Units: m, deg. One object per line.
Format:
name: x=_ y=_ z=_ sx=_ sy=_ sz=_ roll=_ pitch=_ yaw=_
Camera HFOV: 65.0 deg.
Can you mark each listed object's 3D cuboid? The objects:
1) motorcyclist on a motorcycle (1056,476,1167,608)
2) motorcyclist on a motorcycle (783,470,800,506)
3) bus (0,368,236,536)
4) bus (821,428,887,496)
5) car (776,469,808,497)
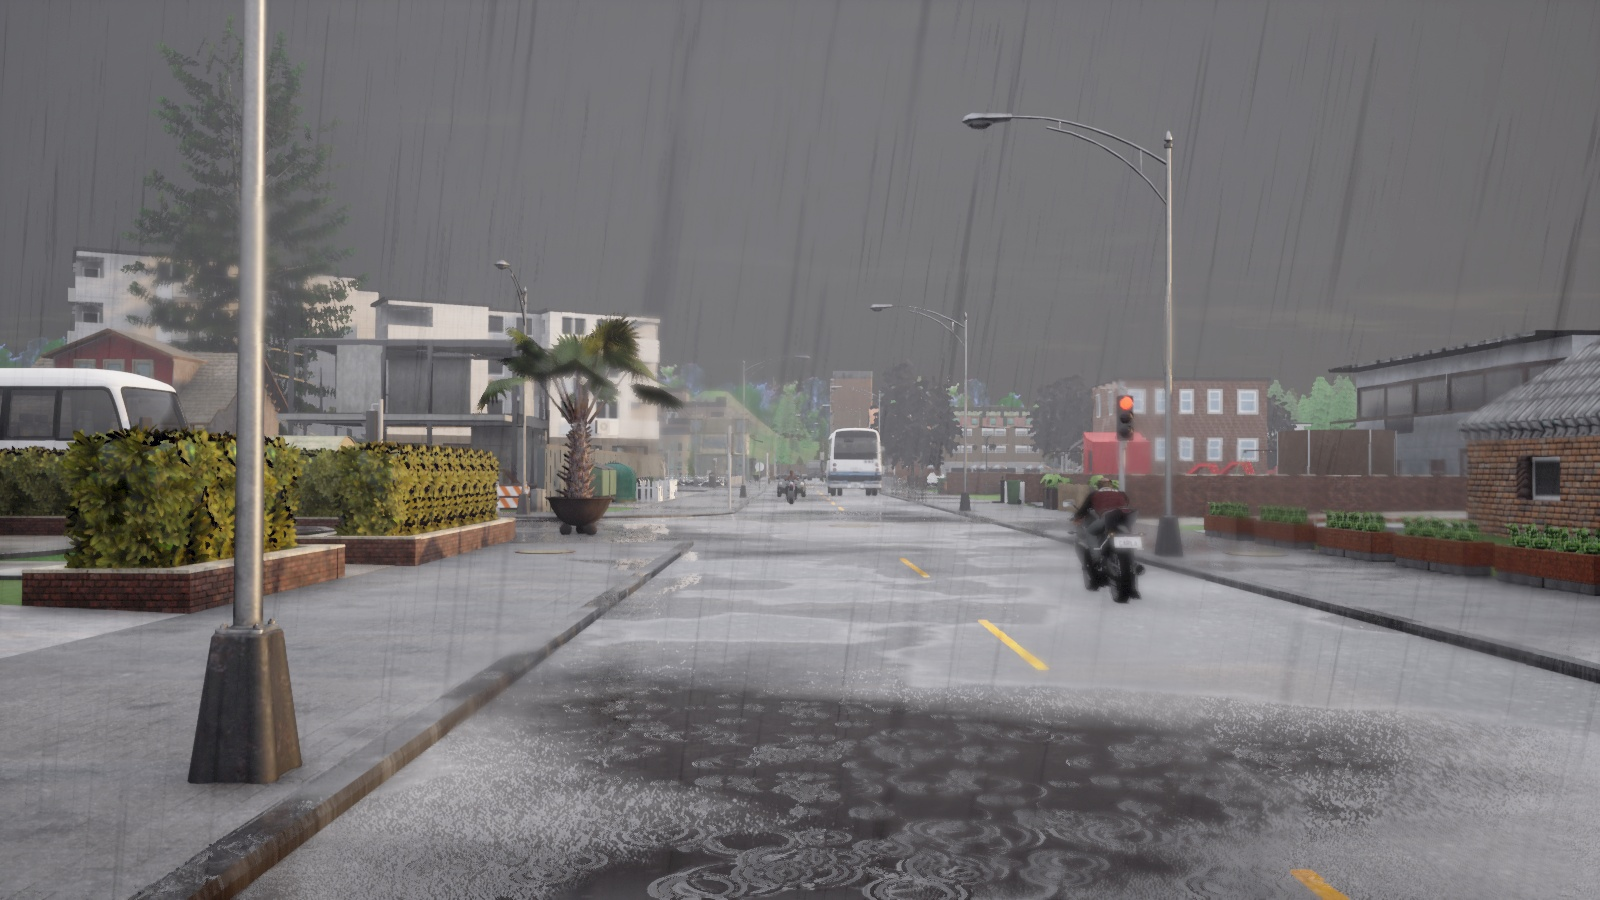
motorcyclist on a motorcycle: x=3.869 y=1.099 z=15.818 sx=0.866 sy=1.530 sz=2.191 roll=0 pitch=-1 yaw=1
motorcyclist on a motorcycle: x=-0.389 y=1.751 z=58.812 sx=0.766 sy=1.649 sz=2.350 roll=0 pitch=-1 yaw=0
bus: x=-21.323 y=0.093 z=34.051 sx=10.273 sy=4.253 sz=3.944 roll=0 pitch=-1 yaw=2
bus: x=3.453 y=0.823 z=83.567 sx=3.944 sy=4.253 sz=10.273 roll=0 pitch=-1 yaw=0
car: x=-0.496 y=1.979 z=75.541 sx=1.851 sy=1.617 sz=3.988 roll=0 pitch=-1 yaw=0
